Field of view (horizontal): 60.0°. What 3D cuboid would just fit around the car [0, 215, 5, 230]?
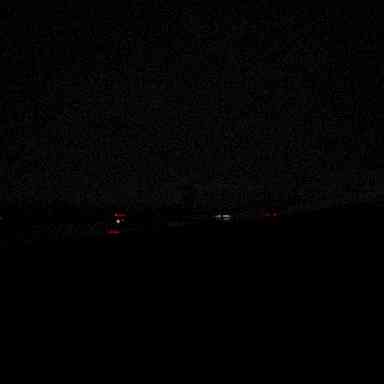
[{"bbox_3d":[-13.372,1.577,18.911,2.097,1.767,4.553,-1,-2,36],"label":"car"}]

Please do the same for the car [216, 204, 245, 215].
[{"bbox_3d":[5.253,2.309,44.699,2.033,1.411,5.357,-1,-1,36],"label":"car"}]

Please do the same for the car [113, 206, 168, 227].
[{"bbox_3d":[-3.865,1.876,25.752,1.837,1.490,4.892,-2,-2,36],"label":"car"}]

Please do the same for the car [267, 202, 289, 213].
[{"bbox_3d":[12.596,2.161,48.675,2.128,1.511,4.902,-1,0,36],"label":"car"}]
